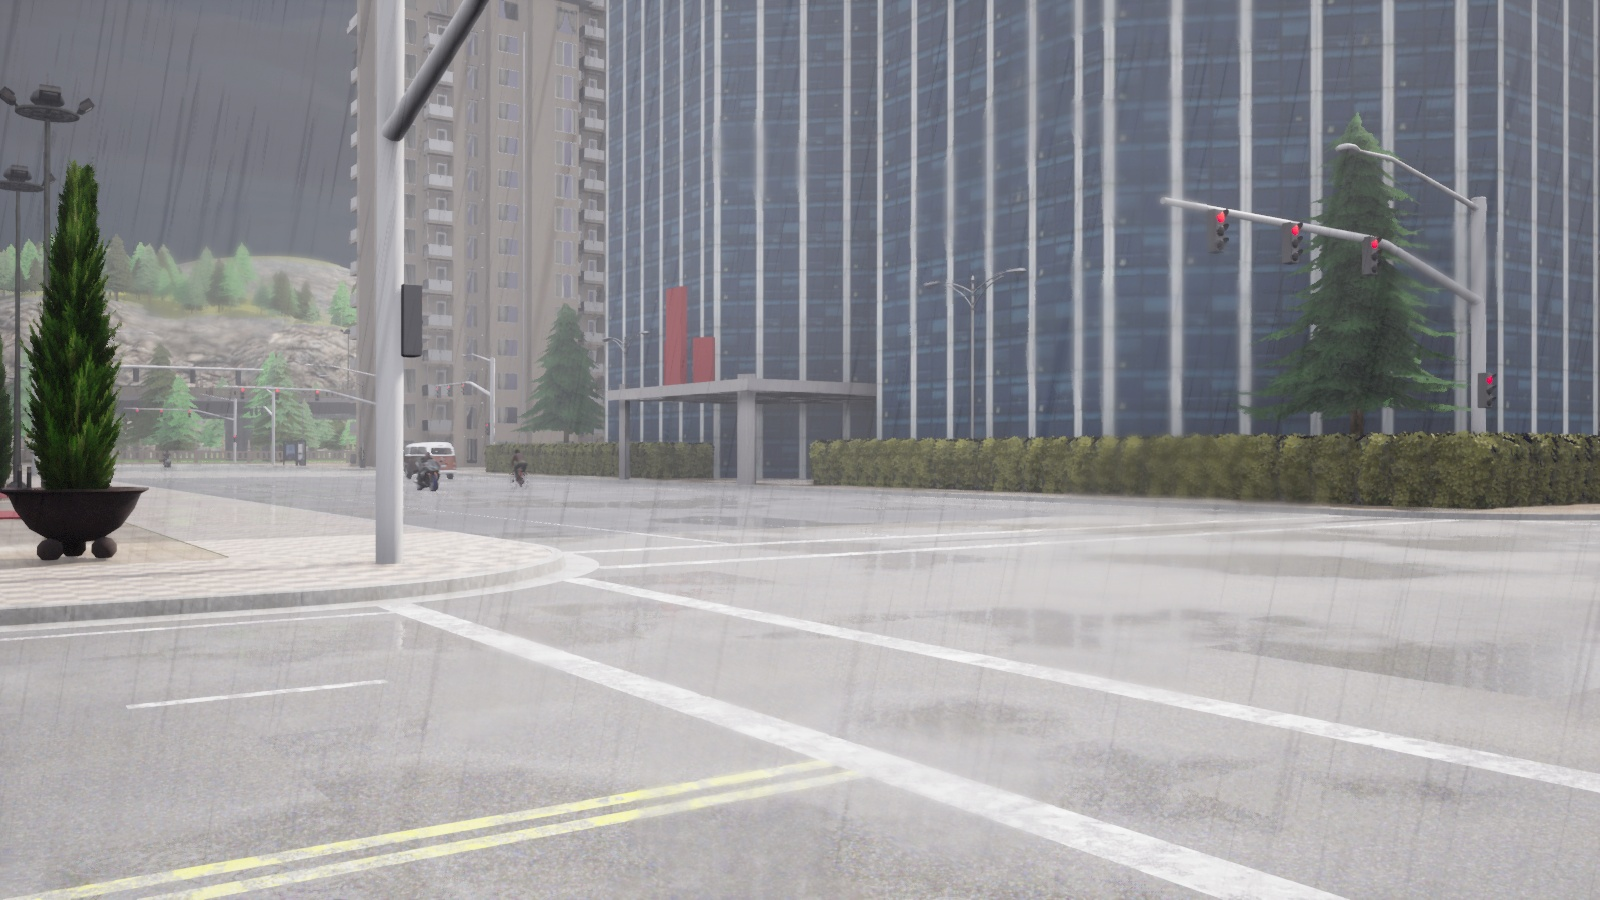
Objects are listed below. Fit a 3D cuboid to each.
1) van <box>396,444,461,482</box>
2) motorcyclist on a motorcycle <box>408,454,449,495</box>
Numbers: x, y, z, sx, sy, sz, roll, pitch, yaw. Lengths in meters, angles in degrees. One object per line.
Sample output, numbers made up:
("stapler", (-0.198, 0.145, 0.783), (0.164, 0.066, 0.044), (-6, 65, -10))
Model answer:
("van", (-20.506, 0.681, 69.210), (2.069, 2.038, 4.480), (0, 0, -35))
("motorcyclist on a motorcycle", (-14.300, 0.928, 48.286), (0.866, 1.530, 2.191), (0, 0, -35))
